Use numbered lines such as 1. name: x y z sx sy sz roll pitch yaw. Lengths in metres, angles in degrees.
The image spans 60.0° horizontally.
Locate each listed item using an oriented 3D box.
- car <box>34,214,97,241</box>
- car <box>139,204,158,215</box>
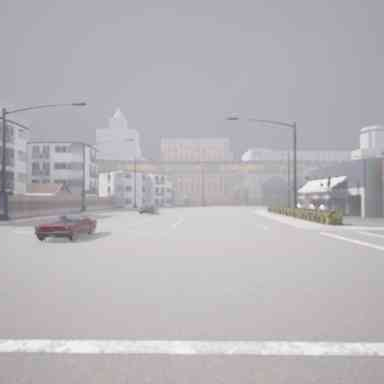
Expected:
1. car: -6.907 1.914 18.660 1.895 1.301 4.718 0 -1 1
2. car: -5.814 2.373 44.781 1.994 1.385 4.181 0 -1 3
